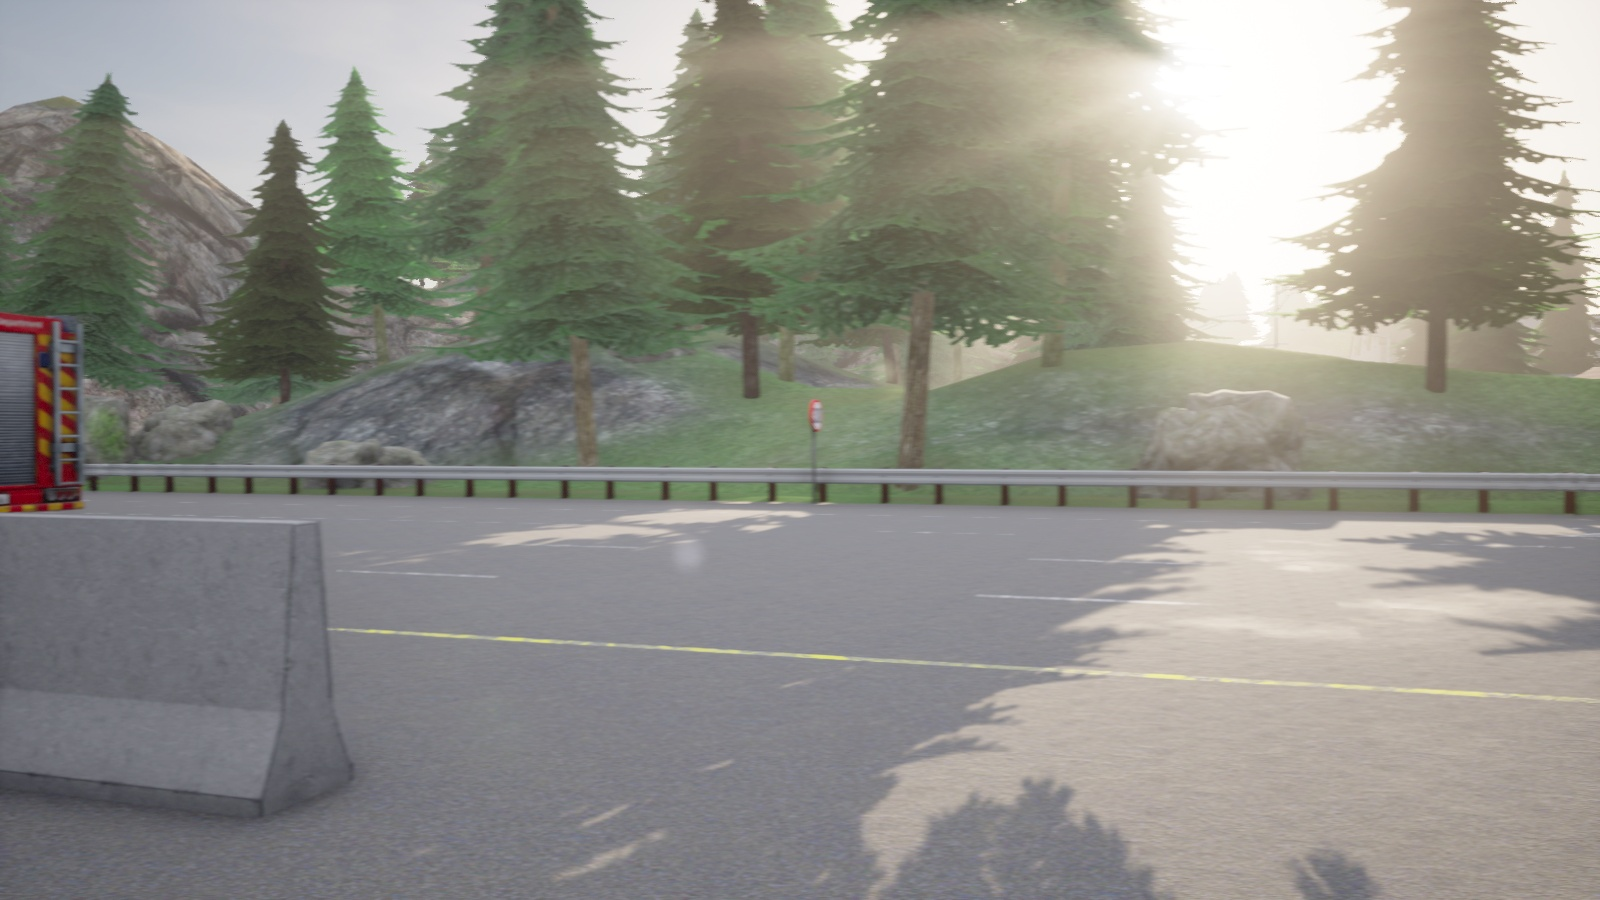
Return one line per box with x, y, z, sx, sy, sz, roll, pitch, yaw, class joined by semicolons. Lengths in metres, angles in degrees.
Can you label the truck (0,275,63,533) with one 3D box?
-16.036;-0.714;19.650;8.468;3.827;2.891;1;1;19;truck
